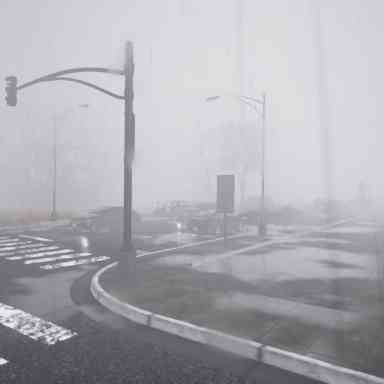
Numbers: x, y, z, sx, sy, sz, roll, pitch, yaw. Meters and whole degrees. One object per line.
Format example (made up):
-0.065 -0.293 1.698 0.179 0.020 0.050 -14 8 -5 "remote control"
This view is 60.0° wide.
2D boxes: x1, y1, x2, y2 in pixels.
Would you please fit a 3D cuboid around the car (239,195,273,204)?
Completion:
7.163 1.357 36.772 2.150 2.045 5.566 1 0 36 "car"

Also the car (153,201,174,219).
-1.612 1.480 29.454 1.967 1.590 4.097 1 0 36 "car"

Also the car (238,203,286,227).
4.718 1.736 23.483 1.947 1.339 4.313 1 0 36 "car"

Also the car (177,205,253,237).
1.470 1.696 19.067 2.008 1.369 4.403 1 0 36 "car"

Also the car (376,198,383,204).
44.708 2.047 78.075 2.008 1.369 4.403 1 0 36 "car"

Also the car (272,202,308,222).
7.964 1.778 27.898 1.802 1.307 4.206 1 0 36 "car"

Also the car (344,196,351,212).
18.441 1.720 42.272 1.967 1.590 4.097 1 0 36 "car"

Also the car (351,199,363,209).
24.976 1.773 51.244 1.967 1.590 4.097 1 0 36 "car"

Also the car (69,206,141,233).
-5.086 1.564 20.139 1.812 1.442 4.674 1 0 36 "car"

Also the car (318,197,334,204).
28.090 1.848 69.623 1.947 1.339 4.313 1 0 36 "car"

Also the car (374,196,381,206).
34.942 1.940 64.796 1.752 1.417 4.829 1 0 36 "car"

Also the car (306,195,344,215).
15.179 1.569 37.780 2.192 1.841 5.009 1 0 36 "car"

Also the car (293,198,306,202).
18.123 1.726 56.071 1.752 1.417 4.829 1 0 36 "car"

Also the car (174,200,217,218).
0.919 1.590 28.301 1.837 1.490 4.892 1 0 36 "car"

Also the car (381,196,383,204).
41.422 1.783 73.603 2.192 1.841 5.009 1 0 36 "car"
